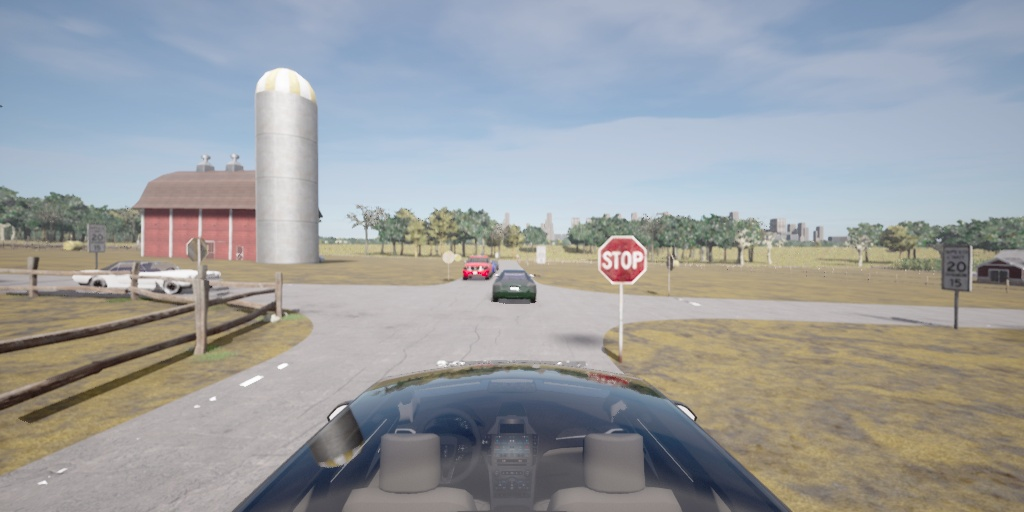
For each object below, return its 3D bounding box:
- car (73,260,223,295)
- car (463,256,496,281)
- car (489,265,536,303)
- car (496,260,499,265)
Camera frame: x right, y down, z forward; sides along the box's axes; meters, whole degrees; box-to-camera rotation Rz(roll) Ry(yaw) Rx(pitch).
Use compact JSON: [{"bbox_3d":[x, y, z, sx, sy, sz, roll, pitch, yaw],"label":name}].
[{"bbox_3d":[-15.336,0.873,15.346,4.718,1.301,1.895,2,1,-1],"label":"car"},{"bbox_3d":[-2.887,0.993,31.188,2.150,2.045,5.566,0,0,1],"label":"car"},{"bbox_3d":[0.112,1.356,17.314,1.994,1.385,4.181,1,0,0],"label":"car"},{"bbox_3d":[-2.869,1.292,41.526,1.882,1.535,5.008,0,0,0],"label":"car"}]
